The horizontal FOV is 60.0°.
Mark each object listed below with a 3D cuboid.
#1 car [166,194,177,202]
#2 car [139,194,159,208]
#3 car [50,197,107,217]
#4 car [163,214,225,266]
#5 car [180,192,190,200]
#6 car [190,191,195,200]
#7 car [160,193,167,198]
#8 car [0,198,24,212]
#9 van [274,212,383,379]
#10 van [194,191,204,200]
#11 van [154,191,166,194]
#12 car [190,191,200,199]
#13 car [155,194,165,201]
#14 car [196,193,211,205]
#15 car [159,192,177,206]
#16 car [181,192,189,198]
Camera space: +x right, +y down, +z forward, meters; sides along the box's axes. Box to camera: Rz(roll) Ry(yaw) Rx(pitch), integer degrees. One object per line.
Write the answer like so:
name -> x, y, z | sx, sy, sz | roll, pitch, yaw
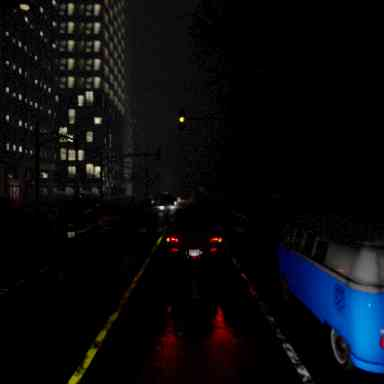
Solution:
car -> -3.860, 1.143, 62.937 | 1.994, 1.385, 4.181 | 0, 0, -1
car -> -5.832, 1.269, 42.981 | 2.008, 1.369, 4.403 | 0, 0, -1
car -> -9.672, 1.201, 28.275 | 5.008, 1.535, 1.882 | 1, 0, 17
car -> 0.049, 1.454, 11.197 | 1.812, 1.442, 4.674 | 0, 0, 0
car -> -1.475, 1.088, 73.825 | 1.895, 1.301, 4.718 | 0, 0, -2
car -> 1.190, 1.044, 71.235 | 1.752, 1.417, 4.829 | 0, 0, -2
car -> -7.520, 0.984, 87.325 | 1.802, 1.307, 4.206 | 0, 0, -3
car -> -18.221, 1.180, 31.722 | 4.206, 1.307, 1.802 | 1, 0, 3
van -> 2.552, 1.306, 5.353 | 1.690, 1.788, 3.998 | 0, 0, 0
van -> 1.751, 0.979, 54.440 | 1.690, 1.788, 3.998 | 0, 0, -2
van -> -6.620, 0.905, 65.150 | 1.690, 1.788, 3.998 | 0, 0, -2
car -> 0.747, 0.754, 82.152 | 2.192, 1.841, 5.009 | 0, 0, -3
car -> -6.820, 1.069, 70.694 | 1.887, 1.381, 4.507 | 0, 0, -2
car -> 1.900, 1.200, 49.069 | 1.752, 1.417, 4.829 | 0, 0, -2
car -> -3.450, 1.194, 47.001 | 1.837, 1.490, 4.892 | 0, 1, -1
car -> -1.893, 0.738, 83.798 | 1.882, 1.535, 5.008 | 0, 0, -3
